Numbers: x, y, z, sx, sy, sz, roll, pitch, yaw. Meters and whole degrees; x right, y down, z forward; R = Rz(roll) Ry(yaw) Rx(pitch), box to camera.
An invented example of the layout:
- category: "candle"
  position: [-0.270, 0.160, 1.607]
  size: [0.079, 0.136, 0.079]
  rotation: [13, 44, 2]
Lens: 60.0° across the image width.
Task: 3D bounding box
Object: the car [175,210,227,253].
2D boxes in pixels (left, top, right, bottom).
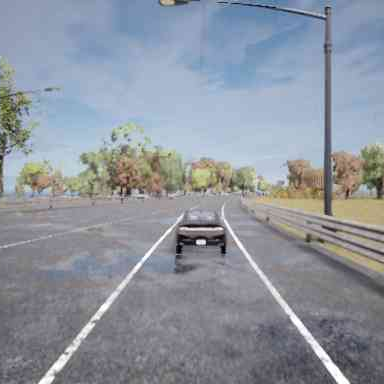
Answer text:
- category: "car"
  position: [0.381, 1.460, 13.537]
  size: [2.128, 1.511, 4.902]
  rotation: [0, 0, 2]
